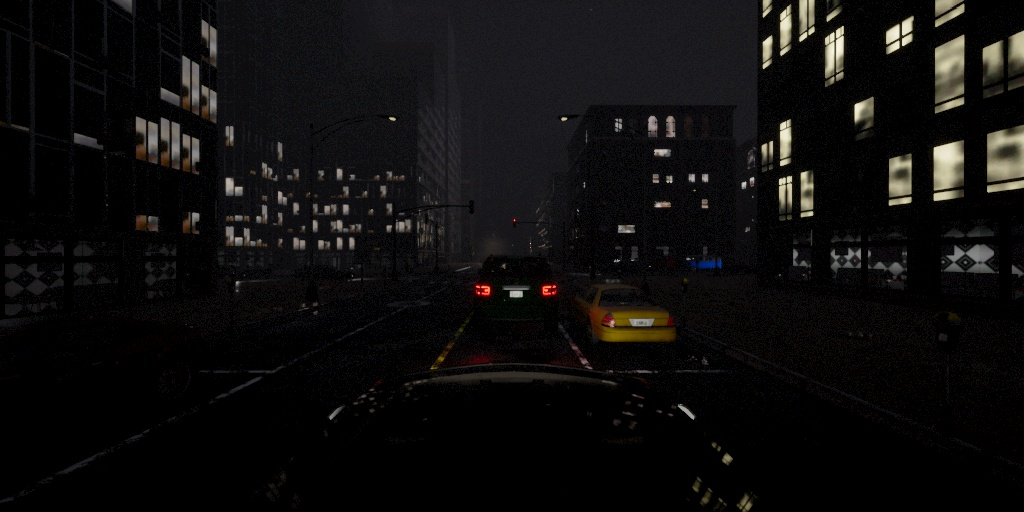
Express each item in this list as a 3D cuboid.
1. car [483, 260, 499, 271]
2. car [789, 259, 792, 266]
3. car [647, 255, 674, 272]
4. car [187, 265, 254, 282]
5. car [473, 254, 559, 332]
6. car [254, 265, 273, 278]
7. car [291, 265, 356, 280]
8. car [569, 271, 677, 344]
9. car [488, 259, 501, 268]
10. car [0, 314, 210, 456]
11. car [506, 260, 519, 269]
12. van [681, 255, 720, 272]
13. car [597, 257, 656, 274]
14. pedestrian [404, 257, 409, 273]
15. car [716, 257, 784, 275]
[{"bbox_3d":[-2.886,1.299,50.584,2.033,1.411,5.357,0,0,-1],"label":"car"},{"bbox_3d":[27.930,0.979,37.281,4.718,1.301,1.895,-1,0,-1],"label":"car"},{"bbox_3d":[15.284,0.844,39.603,5.009,1.841,2.192,0,0,-1],"label":"car"},{"bbox_3d":[-27.537,1.603,33.634,4.892,1.490,1.837,-1,0,-1],"label":"car"},{"bbox_3d":[0.089,0.971,10.937,2.150,2.045,5.566,0,0,0],"label":"car"},{"bbox_3d":[-28.441,1.648,39.004,4.403,1.370,2.007,0,0,-1],"label":"car"},{"bbox_3d":[-17.723,1.515,33.769,5.357,1.411,2.033,-1,0,-1],"label":"car"},{"bbox_3d":[2.558,1.275,9.384,1.751,1.417,4.829,0,0,0],"label":"car"},{"bbox_3d":[-2.888,1.300,60.721,2.033,1.411,5.357,0,0,0],"label":"car"},{"bbox_3d":[-5.317,1.332,3.647,1.802,1.307,4.207,0,0,0],"label":"car"},{"bbox_3d":[0.052,1.316,56.805,1.994,1.385,4.181,0,0,0],"label":"car"},{"bbox_3d":[20.940,0.799,39.669,3.998,1.789,1.690,0,0,-1],"label":"van"},{"bbox_3d":[11.536,1.130,37.001,5.357,1.411,2.033,-1,0,-3],"label":"car"},{"bbox_3d":[-12.392,1.020,42.205,0.375,1.860,0.375,0,1,-1],"label":"pedestrian"},{"bbox_3d":[21.056,1.019,31.789,4.507,1.381,1.888,0,0,-1],"label":"car"}]
